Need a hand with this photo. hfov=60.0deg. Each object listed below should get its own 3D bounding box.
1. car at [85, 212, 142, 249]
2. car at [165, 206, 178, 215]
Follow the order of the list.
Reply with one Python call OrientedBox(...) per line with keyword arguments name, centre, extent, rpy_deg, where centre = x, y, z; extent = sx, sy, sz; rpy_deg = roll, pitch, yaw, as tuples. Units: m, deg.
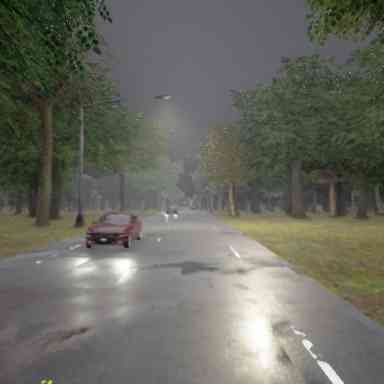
OrientedBox(name="car", centre=(-3.598, 1.723, 16.029), extent=(1.882, 1.535, 5.008), rpy_deg=(0, -1, 0))
OrientedBox(name="car", centre=(-3.533, 3.202, 58.198), extent=(1.812, 1.442, 4.674), rpy_deg=(0, -2, 1))
